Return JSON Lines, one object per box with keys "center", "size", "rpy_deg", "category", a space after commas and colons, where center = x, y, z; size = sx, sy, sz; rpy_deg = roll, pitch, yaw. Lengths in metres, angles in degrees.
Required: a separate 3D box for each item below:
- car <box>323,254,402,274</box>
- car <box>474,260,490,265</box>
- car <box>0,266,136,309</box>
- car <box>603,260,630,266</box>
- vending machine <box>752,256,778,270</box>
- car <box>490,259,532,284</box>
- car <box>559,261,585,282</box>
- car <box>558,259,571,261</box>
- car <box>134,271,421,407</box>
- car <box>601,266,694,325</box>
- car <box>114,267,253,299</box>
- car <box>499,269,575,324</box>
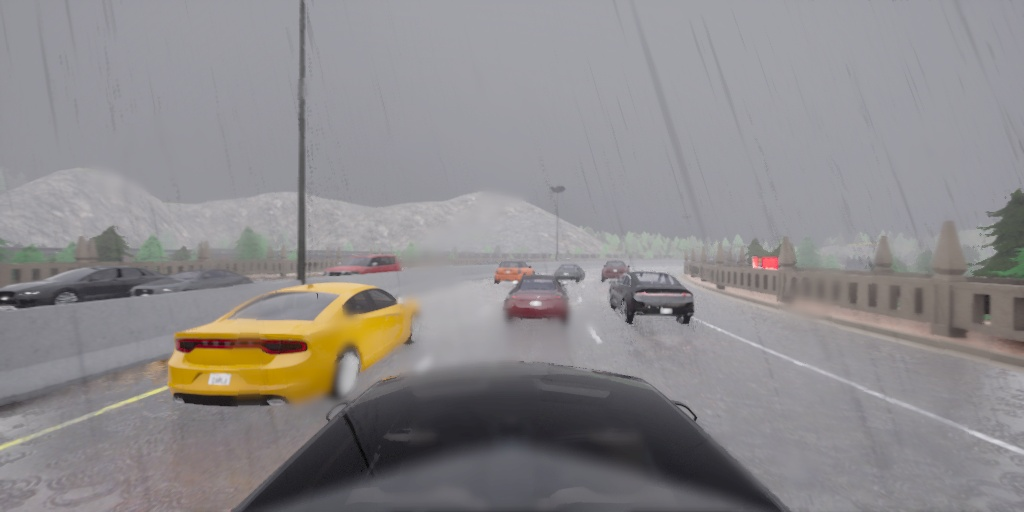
{"center": [-8.497, 0.927, 20.894], "size": [2.150, 2.045, 5.566], "rpy_deg": [0, 0, 12], "category": "car"}
{"center": [-3.708, 1.324, 53.555], "size": [1.895, 1.301, 4.718], "rpy_deg": [0, 0, 30], "category": "car"}
{"center": [-16.595, 1.172, 14.354], "size": [1.837, 1.490, 4.892], "rpy_deg": [0, 0, 7], "category": "car"}
{"center": [8.594, 1.139, 29.488], "size": [2.097, 1.767, 4.553], "rpy_deg": [0, 0, 19], "category": "car"}
{"center": [13.507, 1.008, 19.181], "size": [1.100, 2.100, 0.880], "rpy_deg": [0, 0, 13], "category": "vending machine"}
{"center": [0.285, 1.099, 26.376], "size": [2.097, 1.767, 4.553], "rpy_deg": [0, 0, 15], "category": "car"}
{"center": [4.732, 1.332, 29.021], "size": [1.994, 1.385, 4.181], "rpy_deg": [0, 0, 18], "category": "car"}
{"center": [8.538, 1.289, 59.785], "size": [1.837, 1.490, 4.892], "rpy_deg": [0, 0, 36], "category": "car"}
{"center": [-3.122, 1.212, 6.444], "size": [1.882, 1.535, 5.008], "rpy_deg": [0, 0, 3], "category": "car"}
{"center": [4.430, 1.261, 12.005], "size": [2.128, 1.511, 4.902], "rpy_deg": [0, 0, 7], "category": "car"}
{"center": [-12.987, 1.249, 14.880], "size": [1.994, 1.385, 4.181], "rpy_deg": [0, 0, 8], "category": "car"}
{"center": [0.934, 1.317, 12.159], "size": [1.994, 1.385, 4.181], "rpy_deg": [0, 0, 7], "category": "car"}
